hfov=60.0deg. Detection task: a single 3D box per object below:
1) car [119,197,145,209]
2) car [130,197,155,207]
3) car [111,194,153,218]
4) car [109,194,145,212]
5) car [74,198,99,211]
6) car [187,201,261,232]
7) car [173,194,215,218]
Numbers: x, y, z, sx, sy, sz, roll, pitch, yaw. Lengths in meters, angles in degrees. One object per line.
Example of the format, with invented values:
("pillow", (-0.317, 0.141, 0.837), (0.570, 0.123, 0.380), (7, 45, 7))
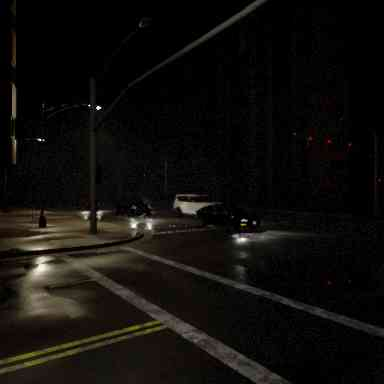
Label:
("car", (-8.511, 1.526, 47.099), (1.812, 1.442, 4.674), (0, 0, -36))
("car", (-7.814, 1.526, 52.092), (1.812, 1.442, 4.674), (0, 0, -37))
("car", (-5.483, 1.352, 30.789), (2.097, 1.767, 4.553), (0, 0, -36))
("car", (-7.944, 1.224, 40.116), (2.150, 2.045, 5.566), (0, 0, -36))
("car", (-13.079, 1.478, 41.250), (1.882, 1.535, 5.008), (0, 0, -36))
("car", (2.050, 1.507, 20.468), (1.837, 1.490, 4.892), (0, -1, -36))
("car", (0.526, 1.220, 28.493), (2.150, 2.045, 5.566), (0, 0, -36))
